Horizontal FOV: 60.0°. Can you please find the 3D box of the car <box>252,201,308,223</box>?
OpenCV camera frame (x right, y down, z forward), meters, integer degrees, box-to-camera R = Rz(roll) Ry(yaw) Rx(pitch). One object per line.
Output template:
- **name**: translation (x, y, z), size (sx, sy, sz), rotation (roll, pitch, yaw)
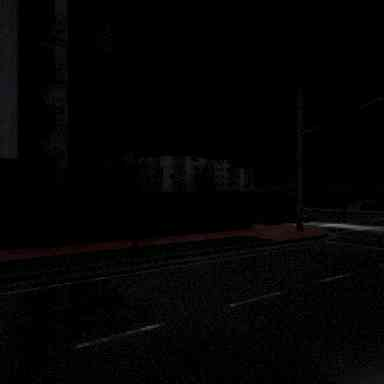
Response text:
- **car**: translation (6.731, 1.490, 26.072), size (2.128, 1.511, 4.902), rotation (0, 0, -36)
